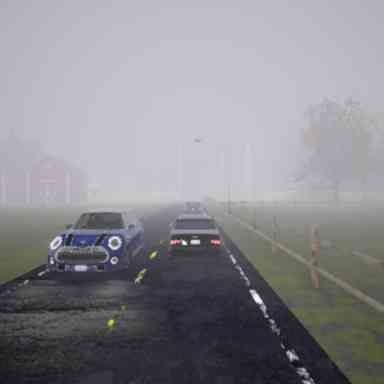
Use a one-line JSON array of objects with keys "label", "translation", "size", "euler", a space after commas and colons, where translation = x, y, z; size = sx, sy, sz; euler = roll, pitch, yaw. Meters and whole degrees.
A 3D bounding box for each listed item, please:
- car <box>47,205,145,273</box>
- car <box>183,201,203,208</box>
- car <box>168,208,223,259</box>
[{"label": "car", "translation": [-2.843, 1.357, 10.764], "size": [2.097, 1.767, 4.553], "euler": [0, 0, 0]}, {"label": "car", "translation": [0.099, 1.581, 32.000], "size": [2.033, 1.411, 5.357], "euler": [0, 0, 0]}, {"label": "car", "translation": [0.099, 1.554, 12.512], "size": [2.033, 1.411, 5.357], "euler": [0, 0, 0]}]
